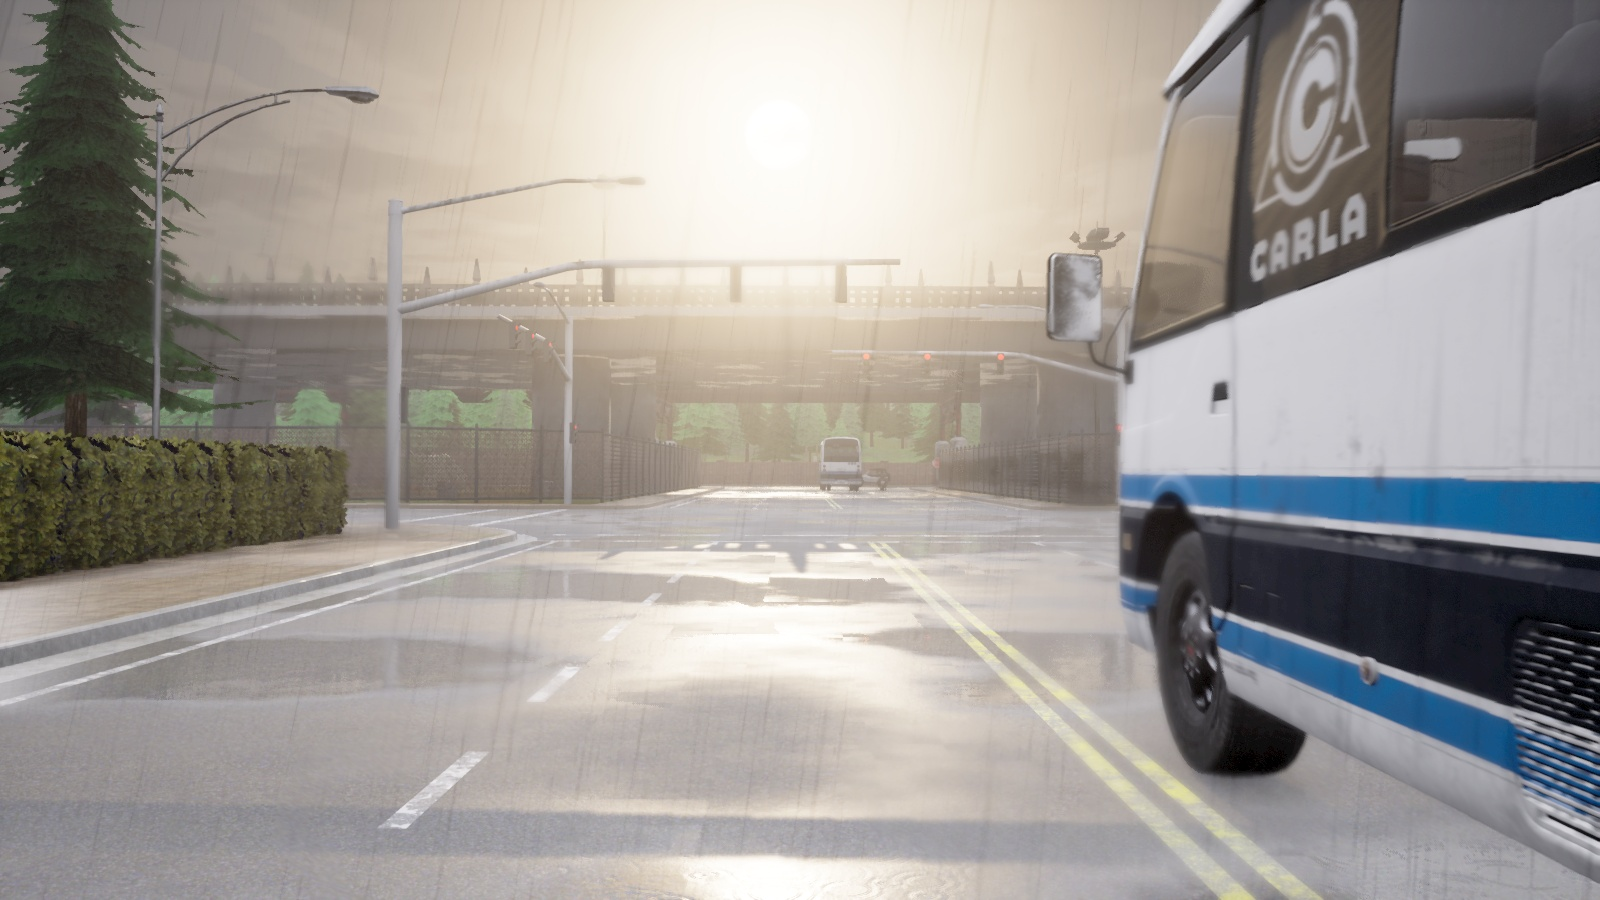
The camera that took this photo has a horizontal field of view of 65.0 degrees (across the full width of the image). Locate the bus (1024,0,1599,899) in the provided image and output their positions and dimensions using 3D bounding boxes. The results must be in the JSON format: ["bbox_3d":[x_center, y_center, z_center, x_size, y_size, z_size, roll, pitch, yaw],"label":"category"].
[{"bbox_3d":[3.522,-0.516,3.589,3.944,4.253,10.273,0,-1,0],"label":"bus"}]
